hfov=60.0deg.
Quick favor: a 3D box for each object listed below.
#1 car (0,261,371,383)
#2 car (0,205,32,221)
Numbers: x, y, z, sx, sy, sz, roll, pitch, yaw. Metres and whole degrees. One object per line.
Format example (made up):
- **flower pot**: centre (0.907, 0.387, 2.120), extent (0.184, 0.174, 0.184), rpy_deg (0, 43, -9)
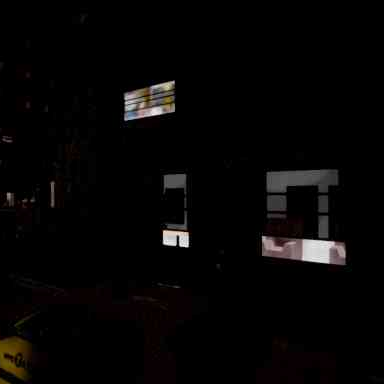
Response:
- **car**: centre (-0.815, 1.525, 3.437), extent (4.829, 1.417, 1.752), rpy_deg (0, 0, 35)
- **car**: centre (-16.712, 1.836, 29.242), extent (1.752, 1.417, 4.829), rpy_deg (-1, -2, 35)
